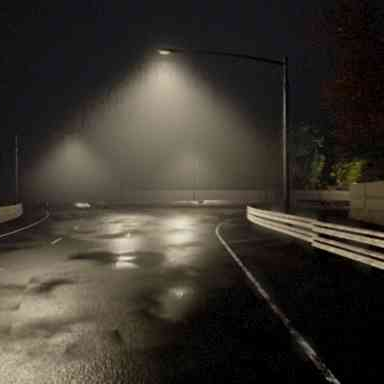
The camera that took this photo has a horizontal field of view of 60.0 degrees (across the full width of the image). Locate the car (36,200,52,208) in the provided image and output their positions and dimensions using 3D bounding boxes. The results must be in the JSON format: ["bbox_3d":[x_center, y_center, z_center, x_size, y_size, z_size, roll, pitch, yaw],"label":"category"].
[{"bbox_3d":[-27.262,2.225,61.207,1.812,1.442,4.674,0,-1,-36],"label":"car"}]

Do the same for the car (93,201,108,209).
[{"bbox_3d":[-15.598,2.182,55.967,1.994,1.385,4.181,0,-1,-30],"label":"car"}]

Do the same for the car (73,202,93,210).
[{"bbox_3d":[-17.548,2.187,52.479,1.895,1.301,4.718,0,-1,-29],"label":"car"}]
